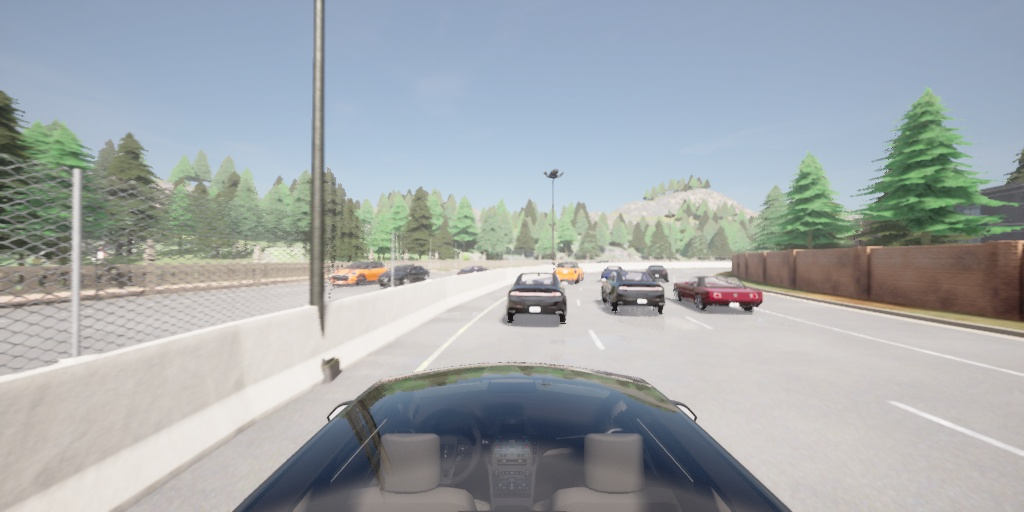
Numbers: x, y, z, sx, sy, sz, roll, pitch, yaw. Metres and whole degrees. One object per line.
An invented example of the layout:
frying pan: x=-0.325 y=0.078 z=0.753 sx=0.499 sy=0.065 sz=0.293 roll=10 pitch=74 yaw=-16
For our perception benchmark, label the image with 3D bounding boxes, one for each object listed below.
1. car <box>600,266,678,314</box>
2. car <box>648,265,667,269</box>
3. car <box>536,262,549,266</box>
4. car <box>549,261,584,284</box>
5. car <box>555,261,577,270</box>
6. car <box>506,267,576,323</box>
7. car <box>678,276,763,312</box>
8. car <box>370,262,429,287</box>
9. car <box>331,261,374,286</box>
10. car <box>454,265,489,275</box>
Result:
car: x=4.733 y=1.336 z=14.511 sx=2.128 sy=1.511 sz=4.902 roll=0 pitch=0 yaw=8
car: x=12.900 y=1.508 z=32.110 sx=1.812 sy=1.442 sz=4.674 roll=0 pitch=0 yaw=20
car: x=6.086 y=1.729 z=64.131 sx=1.895 sy=1.301 sz=4.718 roll=0 pitch=0 yaw=35
car: x=4.757 y=1.283 z=29.884 sx=2.097 sy=1.767 sz=4.553 roll=0 pitch=0 yaw=17
car: x=9.460 y=1.641 z=62.771 sx=1.837 sy=1.490 sz=4.892 roll=0 pitch=0 yaw=35
car: x=0.924 y=1.306 z=12.477 sx=2.128 sy=1.511 sz=4.902 roll=0 pitch=0 yaw=7
car: x=8.298 y=1.465 z=15.008 sx=1.895 sy=1.301 sz=4.718 roll=0 pitch=0 yaw=9
car: x=-7.574 y=1.350 z=25.394 sx=1.837 sy=1.490 sz=4.892 roll=0 pitch=0 yaw=14
car: x=-10.948 y=1.185 z=26.157 sx=2.097 sy=1.767 sz=4.553 roll=0 pitch=0 yaw=14
car: x=-3.096 y=1.449 z=28.663 sx=1.994 sy=1.385 sz=4.181 roll=0 pitch=0 yaw=16
